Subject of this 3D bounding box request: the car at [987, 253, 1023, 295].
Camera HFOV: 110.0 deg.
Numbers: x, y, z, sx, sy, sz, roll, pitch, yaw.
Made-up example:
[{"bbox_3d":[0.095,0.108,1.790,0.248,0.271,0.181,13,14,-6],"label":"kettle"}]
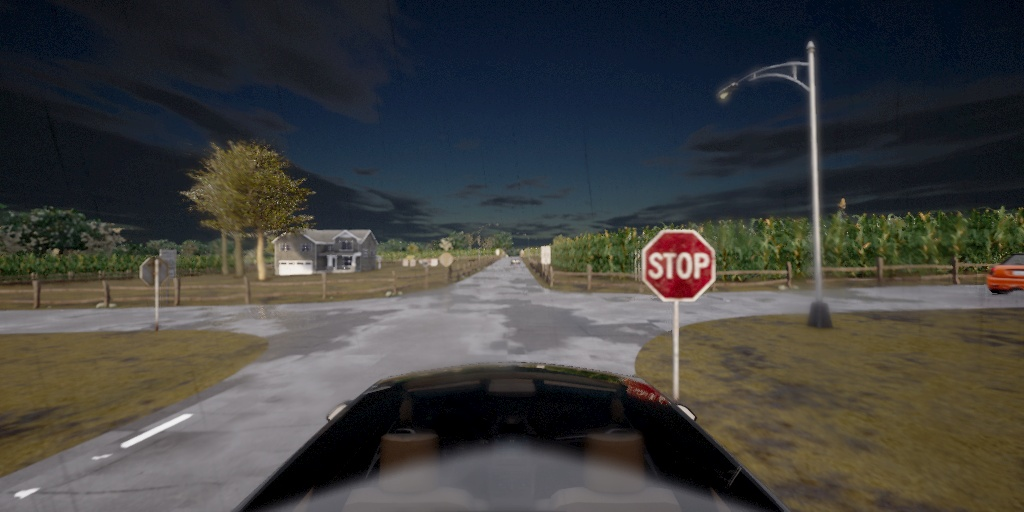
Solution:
[{"bbox_3d":[20.565,0.578,13.005,4.553,1.767,2.097,-2,0,1],"label":"car"}]
